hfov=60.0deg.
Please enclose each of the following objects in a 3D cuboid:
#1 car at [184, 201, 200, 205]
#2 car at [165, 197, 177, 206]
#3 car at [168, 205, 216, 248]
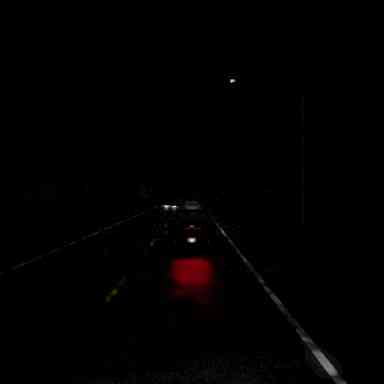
[{"bbox_3d":[0.000,1.536,29.650,1.812,1.442,4.674,0,0,0],"label":"car"},{"bbox_3d":[-3.500,1.603,56.432,2.033,1.411,5.357,0,0,0],"label":"car"},{"bbox_3d":[0.000,1.518,14.650,1.837,1.490,4.892,0,0,0],"label":"car"}]
